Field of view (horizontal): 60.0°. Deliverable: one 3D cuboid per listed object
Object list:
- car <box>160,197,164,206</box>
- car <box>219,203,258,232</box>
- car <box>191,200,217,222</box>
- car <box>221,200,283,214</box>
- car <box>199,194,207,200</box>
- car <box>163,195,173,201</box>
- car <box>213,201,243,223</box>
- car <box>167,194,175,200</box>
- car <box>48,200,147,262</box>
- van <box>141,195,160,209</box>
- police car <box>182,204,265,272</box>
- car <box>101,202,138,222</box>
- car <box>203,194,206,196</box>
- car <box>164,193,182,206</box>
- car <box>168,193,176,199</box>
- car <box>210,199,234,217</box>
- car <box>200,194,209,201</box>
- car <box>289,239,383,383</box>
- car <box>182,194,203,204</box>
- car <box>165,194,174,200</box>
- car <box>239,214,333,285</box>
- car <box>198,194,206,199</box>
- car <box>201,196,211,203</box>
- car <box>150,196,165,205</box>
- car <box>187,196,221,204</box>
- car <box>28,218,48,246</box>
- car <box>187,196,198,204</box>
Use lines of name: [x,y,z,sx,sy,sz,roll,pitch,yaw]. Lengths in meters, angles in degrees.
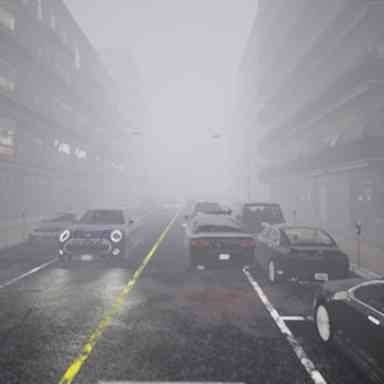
car: [-5.606,1.430,48.924,1.887,1.381,4.507,1,0,0]
car: [2.733,1.481,20.667,1.752,1.417,4.829,1,0,0]
car: [0.885,1.446,26.766,1.837,1.490,4.892,0,0,0]
car: [2.727,1.284,14.826,2.192,1.841,5.009,1,0,0]
car: [2.833,1.316,88.546,2.008,1.369,4.403,1,0,0]
car: [-5.564,1.367,77.282,1.947,1.339,4.313,1,0,0]
car: [2.740,1.487,26.167,1.887,1.381,4.507,1,0,0]
car: [-5.547,1.315,88.624,2.008,1.369,4.403,1,0,0]
car: [-3.080,1.327,11.980,2.097,1.767,4.553,0,0,0]
van: [-5.611,1.241,43.253,1.690,1.788,3.998,1,0,0]
police car: [0.715,1.402,10.862,1.930,1.638,5.238,0,0,-2]
car: [-5.640,1.507,26.239,1.947,1.339,4.313,1,0,0]
car: [2.793,1.294,60.192,1.967,1.590,4.097,1,0,0]
car: [-3.003,1.379,52.890,1.837,1.490,4.892,0,0,0]
car: [-5.537,1.186,94.295,1.967,1.590,4.097,1,0,0]
car: [2.749,1.473,31.838,1.887,1.381,4.507,1,0,0]
car: [2.818,1.242,77.204,1.967,1.590,4.097,1,0,0]
car: [2.707,1.544,3.484,2.008,1.369,4.403,1,0,0]
car: [0.078,1.382,46.948,2.128,1.511,4.902,0,0,0]
car: [-5.555,1.309,82.783,1.752,1.417,4.829,1,0,0]
car: [2.715,1.532,9.154,2.008,1.369,4.403,1,0,0]
car: [2.842,1.297,94.217,2.008,1.369,4.403,1,0,0]
car: [2.801,1.418,65.865,1.802,1.307,4.206,1,0,0]
car: [-5.597,1.420,54.596,2.008,1.369,4.403,1,0,0]
car: [0.896,1.307,20.735,2.097,1.767,4.553,0,0,0]
car: [-5.657,1.550,14.896,1.802,1.307,4.206,1,0,0]
car: [0.090,1.415,60.945,1.994,1.385,4.181,0,0,0]
